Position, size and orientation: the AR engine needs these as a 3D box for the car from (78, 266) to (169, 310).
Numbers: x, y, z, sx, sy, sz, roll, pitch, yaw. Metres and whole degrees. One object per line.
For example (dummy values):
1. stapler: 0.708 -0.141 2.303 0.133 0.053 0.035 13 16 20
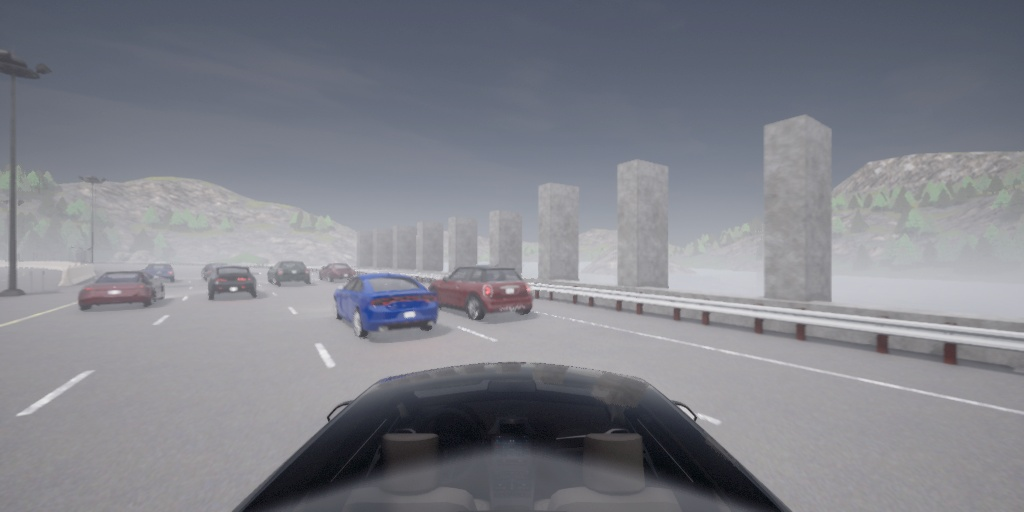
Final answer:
1. car: -16.059 1.318 14.940 1.994 1.385 4.181 0 0 -39

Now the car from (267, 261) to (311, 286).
1. car: -16.240 1.119 26.031 2.097 1.767 4.553 0 0 -41

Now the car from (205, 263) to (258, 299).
1. car: -14.338 1.265 18.410 1.837 1.490 4.892 0 0 -39

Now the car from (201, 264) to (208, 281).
1. car: -25.133 1.312 30.537 2.033 1.411 5.357 0 0 -44

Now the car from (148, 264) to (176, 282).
1. car: -28.145 1.307 28.611 2.033 1.411 5.357 0 0 -44

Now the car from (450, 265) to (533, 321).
1. car: -1.296 1.116 12.909 2.097 1.767 4.553 0 0 -36

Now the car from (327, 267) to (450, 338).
1. car: -3.861 1.236 10.492 1.882 1.535 5.008 0 0 -36

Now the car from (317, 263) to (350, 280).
1. car: -14.126 1.299 28.910 1.812 1.442 4.674 0 0 -42
